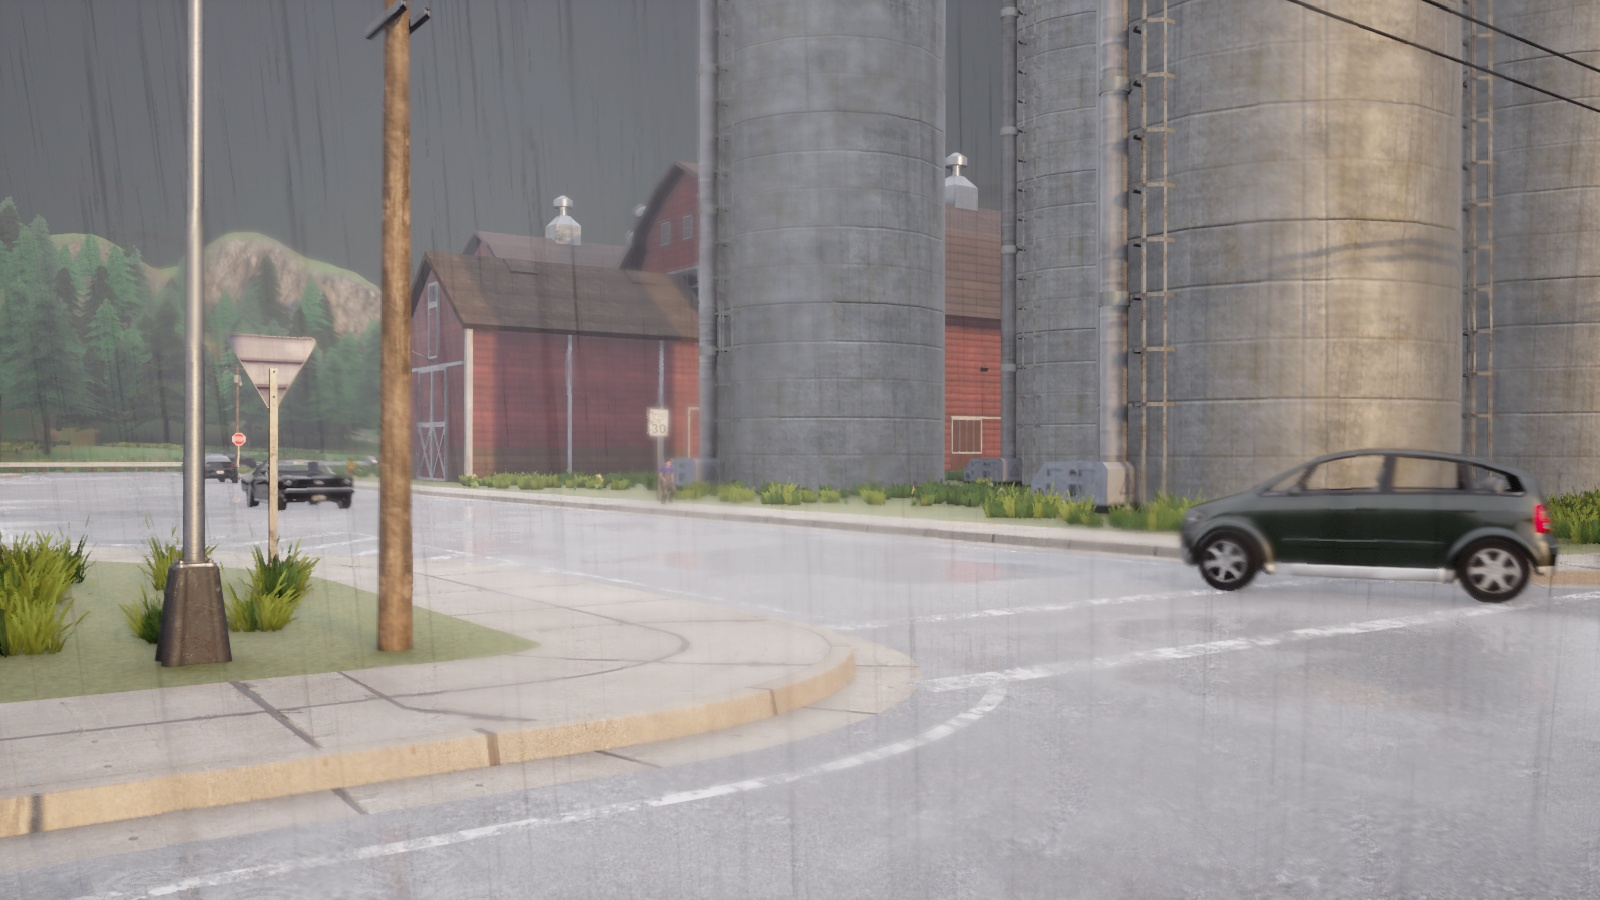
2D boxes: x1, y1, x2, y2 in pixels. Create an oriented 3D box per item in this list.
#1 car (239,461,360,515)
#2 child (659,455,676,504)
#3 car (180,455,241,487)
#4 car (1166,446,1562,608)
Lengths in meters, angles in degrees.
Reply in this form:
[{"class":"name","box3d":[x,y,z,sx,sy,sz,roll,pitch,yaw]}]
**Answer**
[{"class":"car","box3d":[-13.290,0.955,33.210,1.895,1.301,4.718,0,0,-36]},{"class":"child","box3d":[-3.430,0.767,32.555,0.270,1.263,0.437,0,0,-35]},{"class":"car","box3d":[-28.200,0.977,60.025,1.812,1.442,4.674,0,0,-36]},{"class":"car","box3d":[6.037,0.744,13.700,3.705,1.549,1.789,0,0,25]}]
